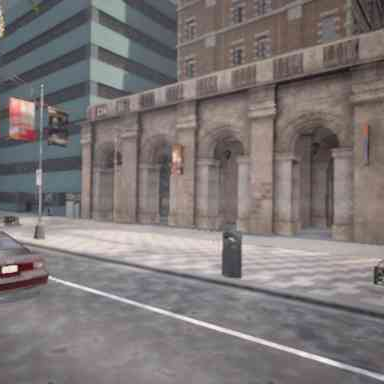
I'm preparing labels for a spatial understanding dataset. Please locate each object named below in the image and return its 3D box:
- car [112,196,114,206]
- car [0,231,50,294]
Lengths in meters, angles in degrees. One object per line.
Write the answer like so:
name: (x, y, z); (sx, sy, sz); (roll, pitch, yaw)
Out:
car: (-9.069, 1.500, 37.856); (5.566, 2.045, 2.435); (0, -1, 38)
car: (-5.658, 1.611, 8.303); (5.357, 1.411, 2.033); (0, -1, 38)
